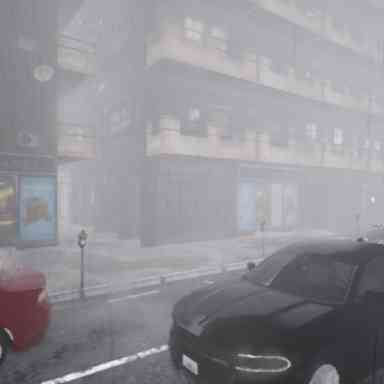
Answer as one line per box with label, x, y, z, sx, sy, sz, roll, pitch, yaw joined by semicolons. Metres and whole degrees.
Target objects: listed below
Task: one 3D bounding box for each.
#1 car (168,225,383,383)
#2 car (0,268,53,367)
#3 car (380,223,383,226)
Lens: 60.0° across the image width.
car;2.018;1.487;4.823;5.008;1.535;1.882;0;0;-35
car;-4.042;1.547;3.825;4.507;1.381;1.887;0;0;-36
car;7.993;1.578;12.285;4.403;1.369;2.008;0;0;-36
